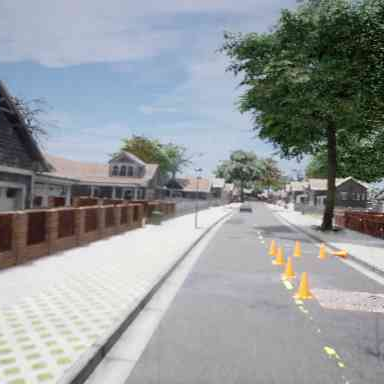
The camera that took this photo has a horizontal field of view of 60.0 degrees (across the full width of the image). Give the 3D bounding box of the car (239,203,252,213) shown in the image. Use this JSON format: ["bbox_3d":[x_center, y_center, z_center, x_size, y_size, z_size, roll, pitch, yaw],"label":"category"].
[{"bbox_3d":[8.537,2.464,52.555,2.033,1.411,5.357,3,0,11],"label":"car"}]

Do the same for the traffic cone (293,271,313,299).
[{"bbox_3d":[2.657,2.181,7.886,0.340,0.580,0.340,3,-1,7],"label":"traffic cone"}]

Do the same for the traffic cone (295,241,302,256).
[{"bbox_3d":[4.364,2.332,13.722,0.340,0.580,0.340,3,-1,7],"label":"traffic cone"}]

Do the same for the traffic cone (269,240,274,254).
[{"bbox_3d":[3.373,2.283,13.842,0.340,0.580,0.340,3,-1,7],"label":"traffic cone"}]

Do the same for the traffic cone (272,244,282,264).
[{"bbox_3d":[3.135,2.249,11.856,0.340,0.580,0.340,3,-1,7],"label":"traffic cone"}]

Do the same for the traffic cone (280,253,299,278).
[{"bbox_3d":[2.896,2.216,9.870,0.340,0.580,0.340,3,-1,7],"label":"traffic cone"}]

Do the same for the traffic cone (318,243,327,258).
[{"bbox_3d":[5.356,2.380,13.601,0.340,0.580,0.340,3,-1,7],"label":"traffic cone"}]
